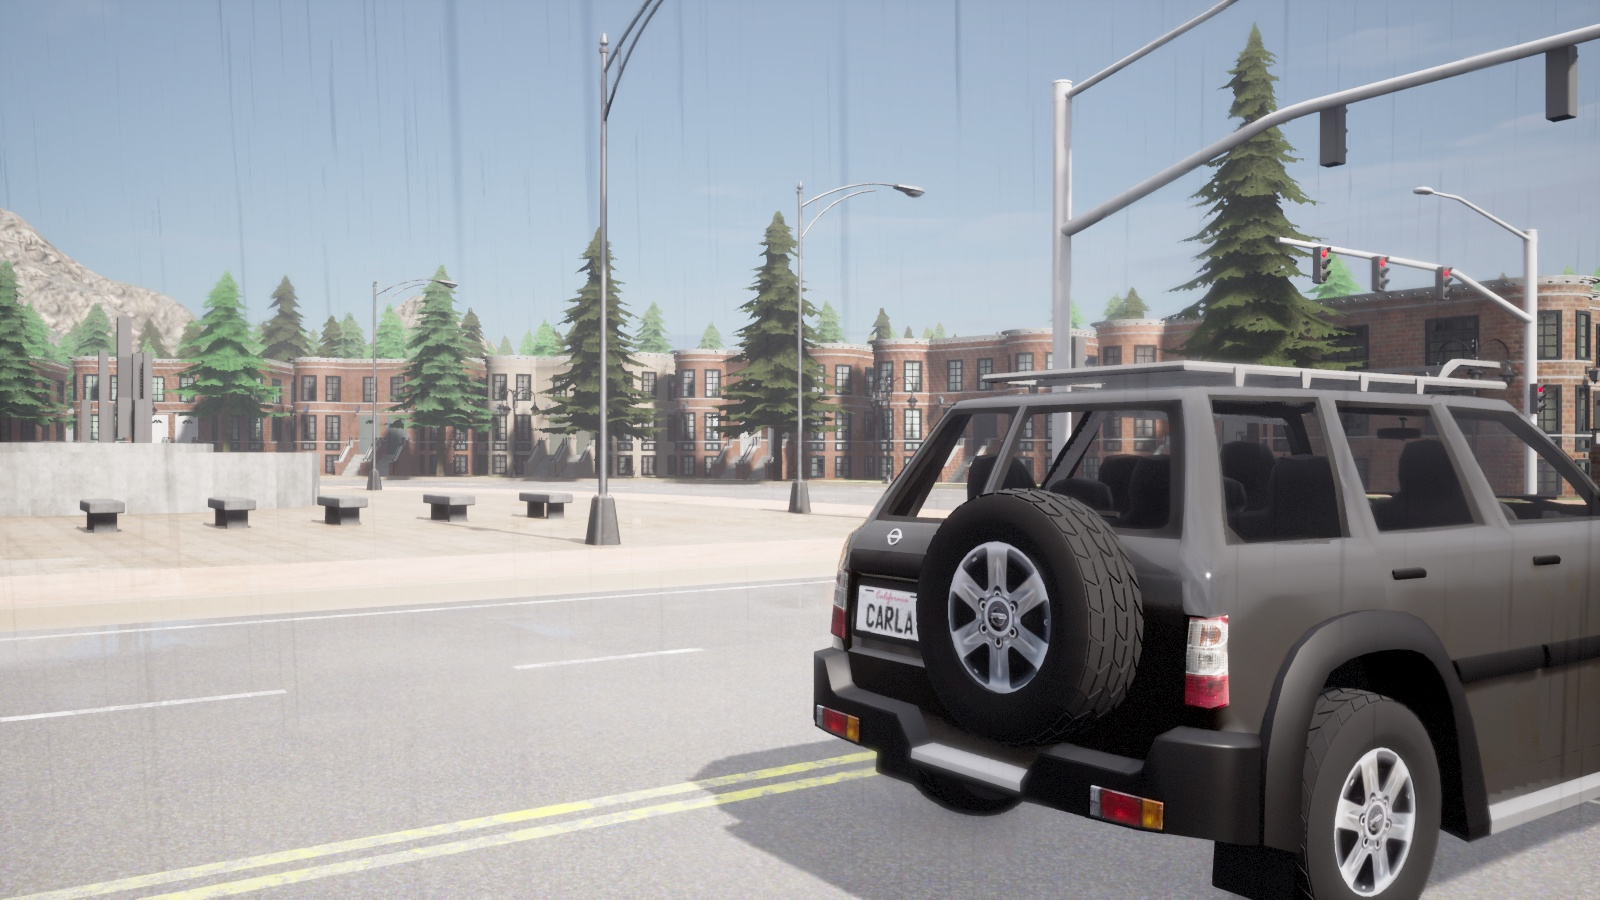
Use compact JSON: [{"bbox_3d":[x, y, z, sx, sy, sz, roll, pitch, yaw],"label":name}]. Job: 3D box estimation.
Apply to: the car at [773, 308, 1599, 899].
[{"bbox_3d":[2.340,0.570,5.301,4.605,1.855,1.932,0,0,-35],"label":"car"}]
